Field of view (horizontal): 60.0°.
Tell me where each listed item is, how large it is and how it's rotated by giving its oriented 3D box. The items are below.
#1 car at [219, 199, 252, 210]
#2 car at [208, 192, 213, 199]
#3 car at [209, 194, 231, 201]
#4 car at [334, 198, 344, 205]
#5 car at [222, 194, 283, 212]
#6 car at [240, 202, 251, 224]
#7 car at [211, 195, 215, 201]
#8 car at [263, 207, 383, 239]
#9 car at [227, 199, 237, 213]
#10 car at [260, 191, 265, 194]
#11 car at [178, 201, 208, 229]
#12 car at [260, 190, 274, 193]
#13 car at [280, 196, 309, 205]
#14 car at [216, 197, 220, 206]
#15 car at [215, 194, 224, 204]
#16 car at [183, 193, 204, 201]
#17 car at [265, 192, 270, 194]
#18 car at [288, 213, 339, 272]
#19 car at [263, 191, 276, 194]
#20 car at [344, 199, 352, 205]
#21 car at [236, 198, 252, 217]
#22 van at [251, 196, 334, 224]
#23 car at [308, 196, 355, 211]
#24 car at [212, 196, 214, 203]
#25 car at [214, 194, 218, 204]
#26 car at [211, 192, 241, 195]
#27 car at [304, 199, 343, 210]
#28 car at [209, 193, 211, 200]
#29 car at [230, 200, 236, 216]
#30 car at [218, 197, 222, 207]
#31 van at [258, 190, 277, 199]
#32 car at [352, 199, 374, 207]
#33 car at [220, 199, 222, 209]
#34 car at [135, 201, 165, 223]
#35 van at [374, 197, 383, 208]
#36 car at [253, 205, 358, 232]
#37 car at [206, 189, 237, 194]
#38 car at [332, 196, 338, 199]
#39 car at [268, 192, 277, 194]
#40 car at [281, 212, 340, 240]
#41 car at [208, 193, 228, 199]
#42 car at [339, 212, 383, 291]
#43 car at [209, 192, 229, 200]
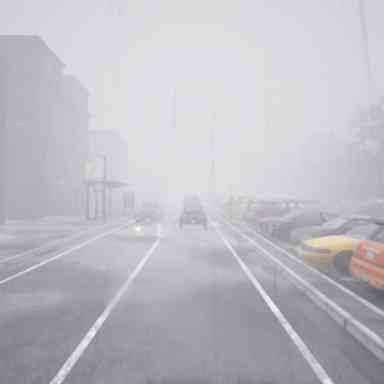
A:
[{"bbox_3d":[6.362,1.827,49.326,4.674,1.452,2.002,0,0,0],"label":"car"},{"bbox_3d":[6.434,1.388,71.613,4.892,1.521,2.231,0,2,0],"label":"car"},{"bbox_3d":[6.455,1.189,77.193,5.008,1.535,2.097,0,2,0],"label":"car"},{"bbox_3d":[19.394,1.784,38.292,5.008,1.535,2.097,0,0,0],"label":"car"},{"bbox_3d":[6.337,1.514,35.393,5.566,2.045,2.435,0,0,0],"label":"car"},{"bbox_3d":[6.275,1.696,24.259,4.892,1.521,2.231,0,0,0],"label":"car"},{"bbox_3d":[6.370,1.688,60.468,4.792,1.488,2.163,0,1,0],"label":"car"},{"bbox_3d":[6.233,1.638,15.909,5.008,1.535,2.097,0,0,0],"label":"car"},{"bbox_3d":[6.293,1.748,32.608,5.008,1.535,2.097,0,0,0],"label":"car"},{"bbox_3d":[19.553,1.107,80.118,4.674,1.452,2.002,0,2,0],"label":"car"},{"bbox_3d":[0.071,1.658,23.314,2.128,1.511,4.902,0,0,0],"label":"car"},{"bbox_3d":[19.563,0.987,82.901,4.674,1.452,2.002,0,2,0],"label":"car"},{"bbox_3d":[19.485,1.600,63.389,5.008,1.535,2.097,0,1,0],"label":"car"},{"bbox_3d":[6.343,1.798,46.536,5.008,1.535,2.097,0,0,0],"label":"car"},{"bbox_3d":[6.400,1.643,52.112,4.553,1.767,2.185,0,0,0],"label":"car"},{"bbox_3d":[0.015,1.478,41.377,2.150,2.045,5.566,0,0,0],"label":"car"},{"bbox_3d":[19.715,1.287,74.416,5.366,1.575,1.946,0,2,0],"label":"car"},{"bbox_3d":[6.032,1.595,10.342,5.366,1.575,1.946,0,0,0],"label":"car"},{"bbox_3d":[19.569,1.215,77.208,4.792,1.488,2.163,0,2,0],"label":"car"},{"bbox_3d":[19.574,1.762,35.383,5.366,1.575,1.946,0,0,0],"label":"car"},{"bbox_3d":[6.247,1.587,27.168,4.553,1.767,2.185,0,0,0],"label":"car"},{"bbox_3d":[6.375,1.450,21.476,4.442,1.987,1.878,0,0,0],"label":"van"},{"bbox_3d":[19.458,1.546,46.658,5.566,2.045,2.435,0,0,0],"label":"car"},{"bbox_3d":[6.418,1.733,57.681,4.792,1.488,2.163,0,1,0],"label":"car"},{"bbox_3d":[6.410,1.615,54.892,4.553,1.767,2.185,0,1,0],"label":"car"},{"bbox_3d":[6.378,1.479,63.252,4.553,1.767,2.185,0,1,0],"label":"car"},{"bbox_3d":[19.445,1.786,49.448,5.008,1.535,2.097,0,0,0],"label":"car"},{"bbox_3d":[6.401,1.501,68.836,4.792,1.488,2.163,0,1,0],"label":"car"},{"bbox_3d":[6.474,1.727,29.824,5.366,1.575,1.946,0,0,0],"label":"car"},{"bbox_3d":[6.334,1.801,43.747,5.008,1.535,2.097,0,0,0],"label":"car"},{"bbox_3d":[19.444,0.607,85.561,4.442,1.987,1.878,-1,2,0],"label":"van"},{"bbox_3d":[19.350,1.496,32.601,5.566,2.045,2.435,0,0,0],"label":"car"},{"bbox_3d":[6.300,1.826,40.960,4.792,1.488,2.163,0,0,0],"label":"car"},{"bbox_3d":[-3.388,1.545,27.482,2.097,1.767,4.553,0,0,0],"label":"car"},{"bbox_3d":[19.252,1.504,29.815,4.442,1.987,1.878,0,0,0],"label":"van"},{"bbox_3d":[6.253,1.657,18.692,5.008,1.535,2.097,0,0,0],"label":"car"},{"bbox_3d":[6.478,1.041,74.392,5.566,2.045,2.435,0,2,0],"label":"car"},{"bbox_3d":[19.440,1.671,41.078,4.553,1.767,2.185,0,0,0],"label":"car"},{"bbox_3d":[19.705,1.382,71.622,5.366,1.575,1.946,0,2,0],"label":"car"},{"bbox_3d":[6.230,1.659,13.124,4.674,1.452,2.002,0,0,0],"label":"car"},{"bbox_3d":[6.510,0.985,82.755,4.792,1.488,2.163,0,2,0],"label":"car"},{"bbox_3d":[6.176,1.452,7.559,4.553,1.767,2.185,0,0,0],"label":"car"},{"bbox_3d":[6.501,0.950,79.965,4.553,1.767,2.185,0,2,0],"label":"car"}]
